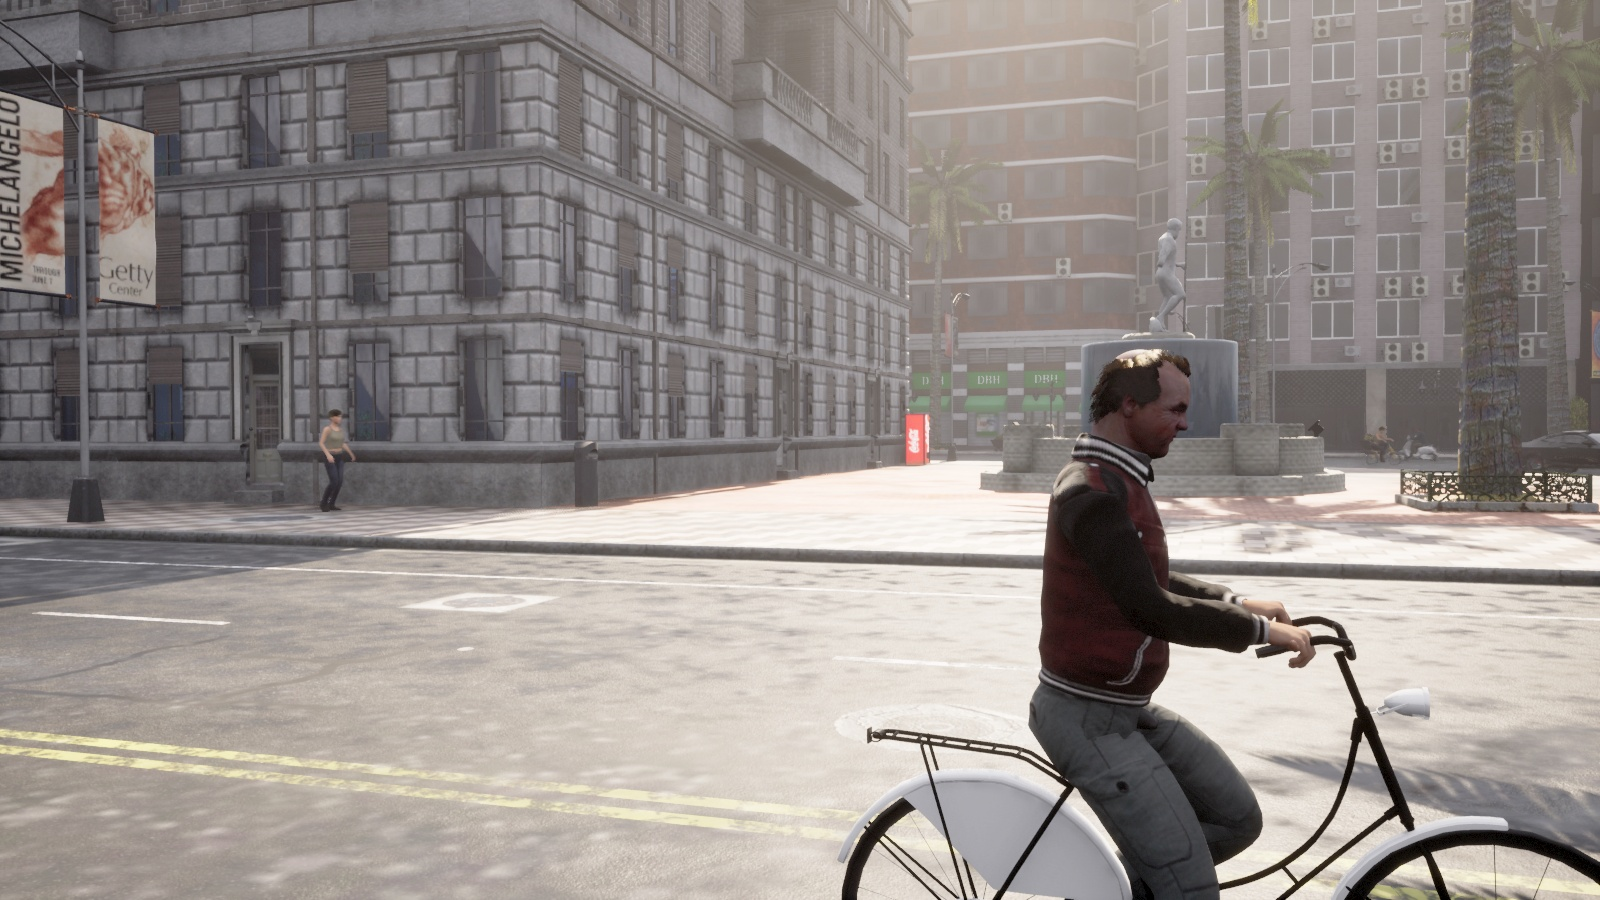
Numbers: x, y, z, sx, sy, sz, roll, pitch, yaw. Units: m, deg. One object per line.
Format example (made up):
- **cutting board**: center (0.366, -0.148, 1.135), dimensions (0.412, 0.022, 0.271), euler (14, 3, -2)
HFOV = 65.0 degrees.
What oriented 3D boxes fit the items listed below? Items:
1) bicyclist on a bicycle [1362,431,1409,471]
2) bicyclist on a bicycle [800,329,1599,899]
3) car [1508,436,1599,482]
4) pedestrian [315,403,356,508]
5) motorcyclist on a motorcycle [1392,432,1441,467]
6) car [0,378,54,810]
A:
- **bicyclist on a bicycle**: center (24.037, 0.028, 51.543), dimensions (0.866, 1.612, 1.509), euler (-1, 1, -38)
- **bicyclist on a bicycle**: center (0.978, 0.655, 2.875), dimensions (1.843, 1.776, 0.659), euler (0, 1, 19)
- **car**: center (25.960, 0.291, 41.160), dimensions (1.812, 1.442, 4.674), euler (0, 1, -23)
- **pedestrian**: center (-8.204, 0.097, 22.171), dimensions (0.594, 1.836, 0.345), euler (1, 1, 24)
- **motorcyclist on a motorcycle**: center (28.227, -0.035, 57.518), dimensions (0.866, 1.590, 1.817), euler (-1, 1, -39)
- **car**: center (-5.684, 0.582, 5.087), dimensions (4.553, 1.767, 2.097), euler (1, 1, 18)
